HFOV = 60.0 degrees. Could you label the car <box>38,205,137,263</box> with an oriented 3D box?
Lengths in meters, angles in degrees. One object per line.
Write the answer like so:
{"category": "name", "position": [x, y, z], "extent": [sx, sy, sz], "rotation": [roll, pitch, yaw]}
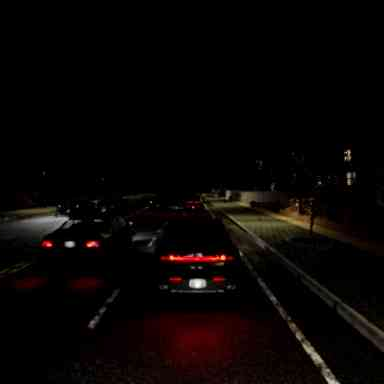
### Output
{"category": "car", "position": [-3.191, 1.374, 11.202], "extent": [2.033, 1.411, 5.357], "rotation": [0, 1, 0]}

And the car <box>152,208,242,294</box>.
{"category": "car", "position": [0.099, 1.374, 8.427], "extent": [1.837, 1.490, 4.892], "rotation": [0, 1, 0]}

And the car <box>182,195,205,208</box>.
{"category": "car", "position": [0.101, 1.032, 31.135], "extent": [1.837, 1.490, 4.892], "rotation": [0, 1, 0]}

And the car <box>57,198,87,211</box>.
{"category": "car", "position": [-9.843, 1.164, 28.666], "extent": [1.895, 1.301, 4.718], "rotation": [0, 1, 0]}

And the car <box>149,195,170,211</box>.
{"category": "car", "position": [-3.160, 1.028, 32.842], "extent": [1.812, 1.442, 4.674], "rotation": [0, 1, 0]}

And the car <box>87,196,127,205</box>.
{"category": "car", "position": [-6.594, 1.073, 27.437], "extent": [2.128, 1.511, 4.902], "rotation": [0, 1, 0]}
